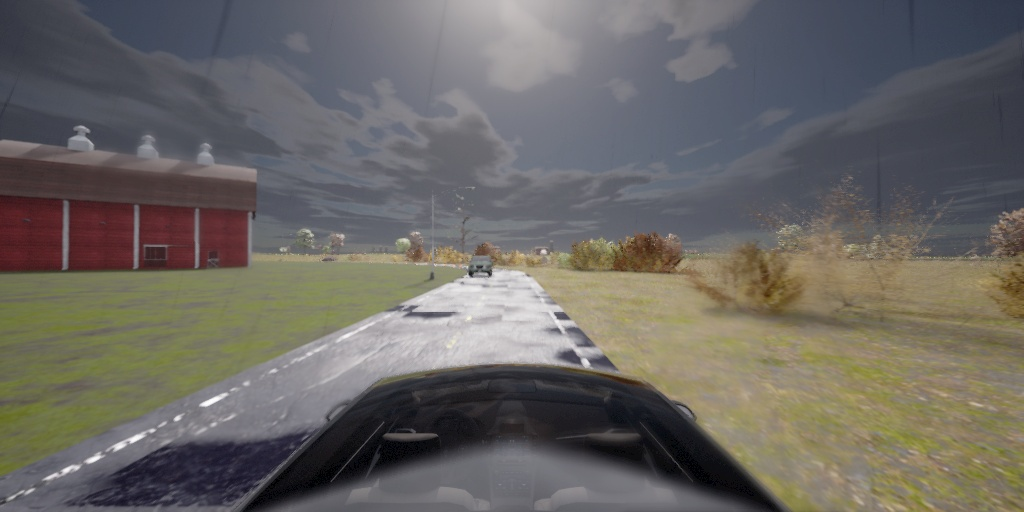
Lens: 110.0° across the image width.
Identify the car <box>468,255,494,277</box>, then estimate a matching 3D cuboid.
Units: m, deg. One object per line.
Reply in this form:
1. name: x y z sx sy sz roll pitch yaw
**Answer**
1. car: -2.990 0.958 35.024 2.150 2.045 5.566 0 0 -2
